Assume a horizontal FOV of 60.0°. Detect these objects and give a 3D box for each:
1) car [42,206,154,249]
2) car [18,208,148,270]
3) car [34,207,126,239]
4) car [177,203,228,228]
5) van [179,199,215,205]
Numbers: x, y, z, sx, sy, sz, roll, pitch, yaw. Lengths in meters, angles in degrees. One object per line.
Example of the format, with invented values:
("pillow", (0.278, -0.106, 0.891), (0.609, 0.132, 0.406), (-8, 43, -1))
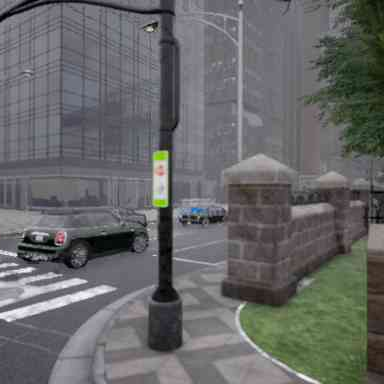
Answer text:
("car", (-4.242, 1.525, 15.870), (2.128, 1.511, 4.902), (0, 0, 35))
("car", (-3.444, 1.374, 11.512), (2.097, 1.767, 4.553), (1, 0, 27))
("car", (-5.927, 1.577, 18.117), (2.008, 1.369, 4.403), (0, -1, 35))
("car", (1.060, 1.709, 23.466), (1.895, 1.301, 4.718), (0, 0, 35))
("van", (0.400, 1.454, 27.179), (1.690, 1.788, 3.998), (0, 0, 35))
